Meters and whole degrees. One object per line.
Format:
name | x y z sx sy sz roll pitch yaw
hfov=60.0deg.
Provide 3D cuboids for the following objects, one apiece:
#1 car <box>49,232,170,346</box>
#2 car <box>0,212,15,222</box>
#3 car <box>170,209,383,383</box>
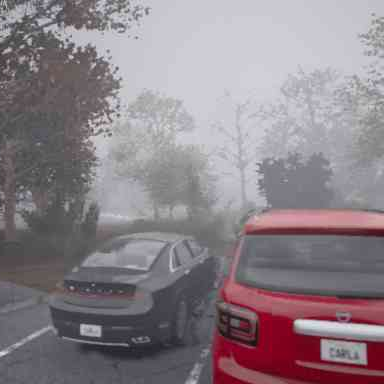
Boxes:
car | -0.676 1.540 6.582 2.231 1.521 4.892 -1 -1 15
car | -24.135 3.251 42.667 2.033 1.411 5.357 0 -2 -38
car | 1.759 1.255 4.902 2.435 2.045 5.566 -1 -1 15
